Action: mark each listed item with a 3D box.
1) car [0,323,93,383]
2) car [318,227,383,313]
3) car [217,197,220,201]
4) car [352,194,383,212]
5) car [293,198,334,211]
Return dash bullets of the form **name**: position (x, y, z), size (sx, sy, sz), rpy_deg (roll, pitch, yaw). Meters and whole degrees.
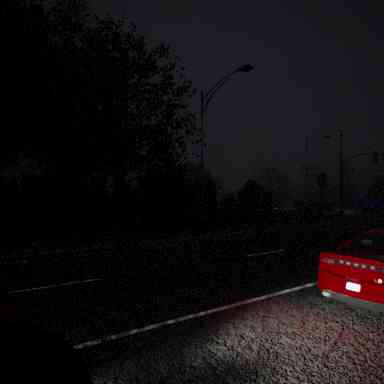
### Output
- **car**: position (-2.969, 1.492, 1.636), size (4.902, 1.511, 2.128), rpy_deg (0, 0, -35)
- **car**: position (4.783, 1.478, 7.136), size (5.008, 1.535, 1.882), rpy_deg (0, 0, -35)
- **car**: position (3.925, 1.455, 56.649), size (1.812, 1.442, 4.674), rpy_deg (0, 1, -32)
- **car**: position (20.750, 1.221, 36.792), size (2.150, 2.045, 5.566), rpy_deg (0, 0, -33)
- **car**: position (14.476, 1.478, 39.839), size (1.882, 1.535, 5.008), rpy_deg (0, 0, -33)
